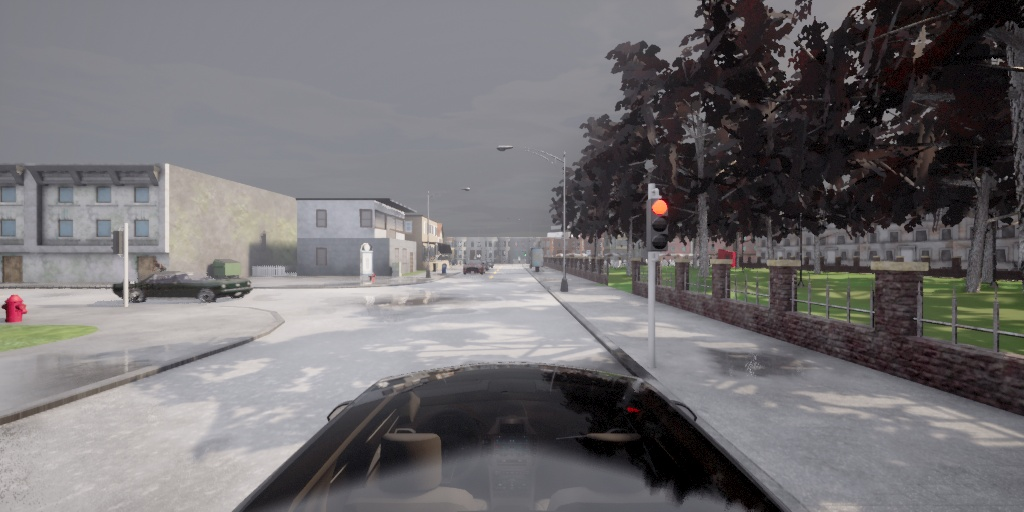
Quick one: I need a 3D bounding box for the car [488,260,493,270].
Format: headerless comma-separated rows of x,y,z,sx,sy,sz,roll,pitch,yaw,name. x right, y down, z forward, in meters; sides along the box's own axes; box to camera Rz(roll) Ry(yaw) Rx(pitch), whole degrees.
-4.108,1.297,49.052,2.033,1.411,5.357,0,0,0,car

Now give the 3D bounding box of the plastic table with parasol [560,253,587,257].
9.959,0.684,57.767,2.482,2.480,2.482,0,0,-40,plastic table with parasol

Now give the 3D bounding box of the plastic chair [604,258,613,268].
14.306,1.306,54.128,0.730,1.272,0.750,0,0,-35,plastic chair

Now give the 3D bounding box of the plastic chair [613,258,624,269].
16.012,1.296,54.032,0.750,1.272,0.730,0,0,-40,plastic chair

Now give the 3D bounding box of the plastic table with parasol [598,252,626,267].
15.279,0.694,55.030,2.482,2.480,2.482,0,0,-40,plastic table with parasol

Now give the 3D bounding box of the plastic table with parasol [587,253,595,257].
14.655,0.673,63.244,2.482,2.480,2.482,0,0,-42,plastic table with parasol

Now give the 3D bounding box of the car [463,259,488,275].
-4.108,1.102,39.537,2.097,1.767,4.553,0,0,0,car

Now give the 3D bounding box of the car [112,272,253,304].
-14.265,1.351,15.772,4.718,1.301,1.895,0,0,0,car

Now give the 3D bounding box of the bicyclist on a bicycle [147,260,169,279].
-23.866,1.098,24.154,0.582,1.620,1.656,0,0,0,bicyclist on a bicycle
